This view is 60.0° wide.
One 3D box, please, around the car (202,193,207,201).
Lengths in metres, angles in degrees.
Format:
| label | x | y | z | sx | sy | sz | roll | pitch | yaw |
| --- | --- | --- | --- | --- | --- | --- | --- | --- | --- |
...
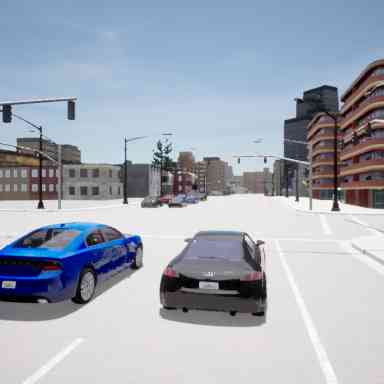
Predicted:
| label | x | y | z | sx | sy | sz | roll | pitch | yaw |
| --- | --- | --- | --- | --- | --- | --- | --- | --- | --- |
| car | 1.867 | 1.052 | 66.114 | 1.837 | 1.490 | 4.892 | 0 | 1 | 12 |

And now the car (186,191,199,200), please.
| label | x | y | z | sx | sy | sz | roll | pitch | yaw |
| --- | --- | --- | --- | --- | --- | --- | --- | --- | --- |
| car | 0.048 | 0.752 | 74.930 | 2.097 | 1.767 | 4.553 | 0 | 1 | 11 |

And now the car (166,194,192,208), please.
| label | x | y | z | sx | sy | sz | roll | pitch | yaw |
| --- | --- | --- | --- | --- | --- | --- | --- | --- | --- |
| car | -1.925 | 1.409 | 46.886 | 2.033 | 1.411 | 5.357 | 0 | 1 | 11 |

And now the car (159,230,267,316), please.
| label | x | y | z | sx | sy | sz | roll | pitch | yaw |
| --- | --- | --- | --- | --- | --- | --- | --- | --- | --- |
| car | 0.689 | 1.564 | 7.637 | 1.994 | 1.385 | 4.181 | 0 | 0 | 12 |

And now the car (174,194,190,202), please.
| label | x | y | z | sx | sy | sz | roll | pitch | yaw |
| --- | --- | --- | --- | --- | --- | --- | --- | --- | --- |
| car | -1.895 | 1.125 | 65.126 | 2.033 | 1.411 | 5.357 | 0 | 1 | 11 |

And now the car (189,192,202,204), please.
| label | x | y | z | sx | sy | sz | roll | pitch | yaw |
| --- | --- | --- | --- | --- | --- | --- | --- | --- | --- |
| car | -0.091 | 1.249 | 56.291 | 1.812 | 1.442 | 4.674 | 0 | 1 | 11 |

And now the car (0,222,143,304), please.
| label | x | y | z | sx | sy | sz | roll | pitch | yaw |
| --- | --- | --- | --- | --- | --- | --- | --- | --- | --- |
| car | -2.748 | 1.478 | 8.283 | 1.882 | 1.535 | 5.008 | 0 | 0 | 11 |

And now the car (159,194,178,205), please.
| label | x | y | z | sx | sy | sz | roll | pitch | yaw |
| --- | --- | --- | --- | --- | --- | --- | --- | --- | --- |
| car | -3.800 | 1.226 | 55.474 | 1.882 | 1.535 | 5.008 | 0 | 1 | 11 |

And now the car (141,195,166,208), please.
| label | x | y | z | sx | sy | sz | roll | pitch | yaw |
| --- | --- | --- | --- | --- | --- | --- | --- | --- | --- |
| car | -5.561 | 1.230 | 46.508 | 2.097 | 1.767 | 4.553 | 0 | 1 | 11 |
